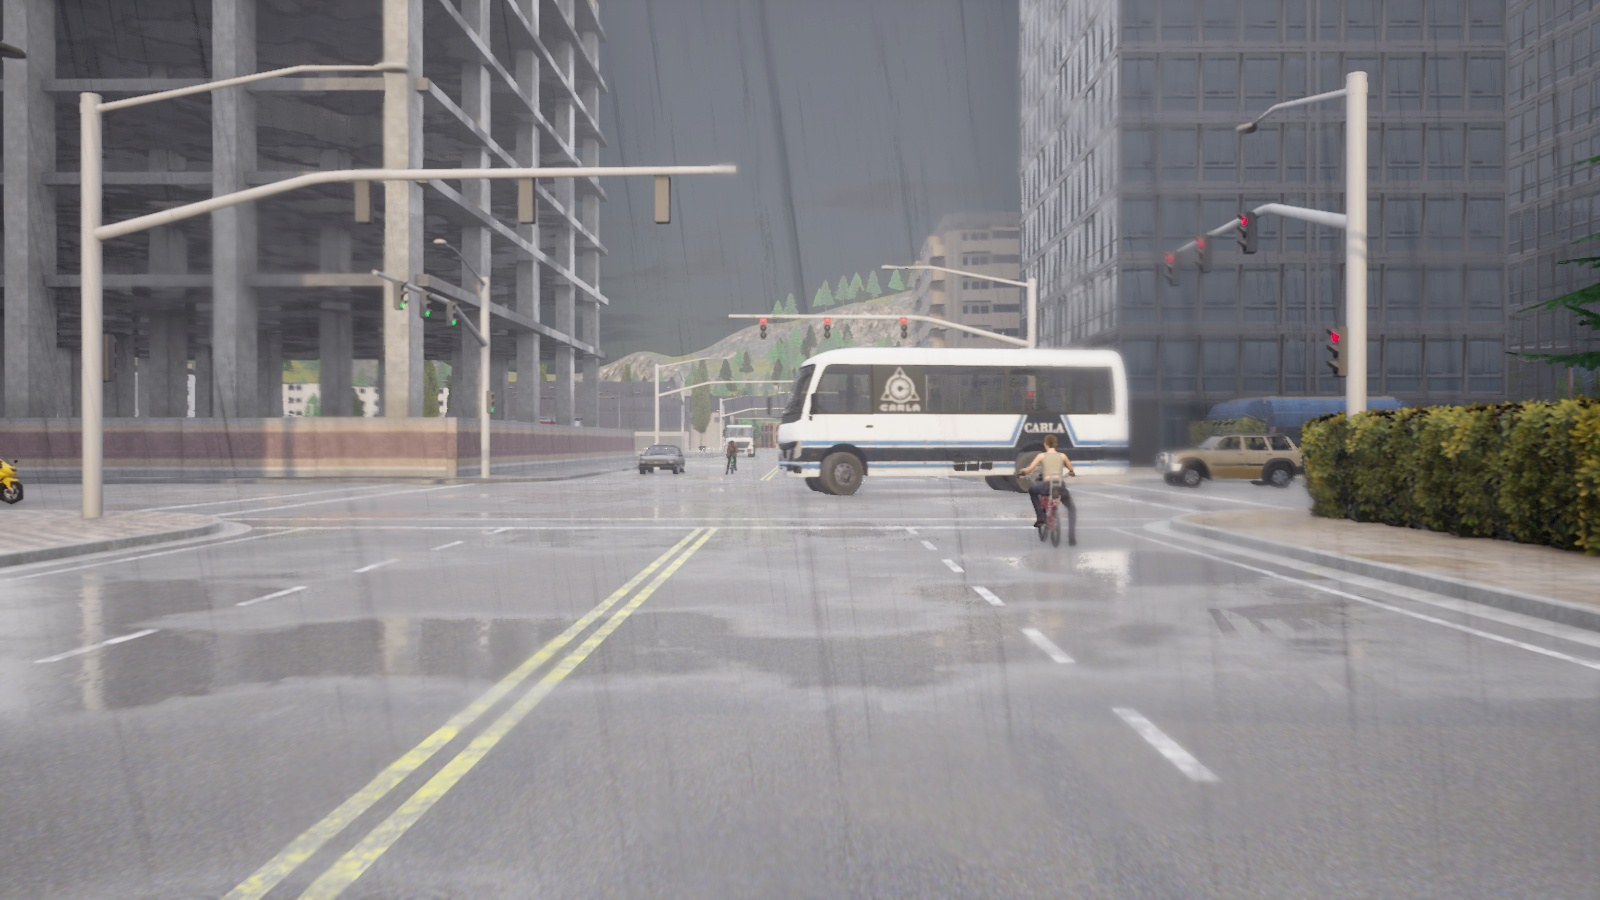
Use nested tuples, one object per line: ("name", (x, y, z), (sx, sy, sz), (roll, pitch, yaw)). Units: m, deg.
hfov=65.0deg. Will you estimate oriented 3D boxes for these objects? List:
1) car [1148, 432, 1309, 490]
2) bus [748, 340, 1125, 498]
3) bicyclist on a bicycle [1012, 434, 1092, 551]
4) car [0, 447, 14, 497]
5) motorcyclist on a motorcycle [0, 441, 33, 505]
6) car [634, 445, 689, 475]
("car", (13.957, 0.343, 41.121), (4.605, 1.855, 1.932), (0, 0, 0))
("bus", (3.832, -0.834, 36.775), (10.273, 4.253, 3.944), (0, 0, -10))
("bicyclist on a bicycle", (3.616, 0.584, 18.147), (0.866, 1.612, 1.509), (0, 0, 1))
("car", (-23.971, 0.600, 33.975), (4.181, 1.385, 1.994), (0, 0, 1))
("motorcyclist on a motorcycle", (-19.841, 0.541, 30.418), (2.044, 1.523, 0.797), (0, 0, 1))
("car", (-6.633, 0.447, 60.670), (2.033, 1.411, 5.357), (0, 0, 0))
